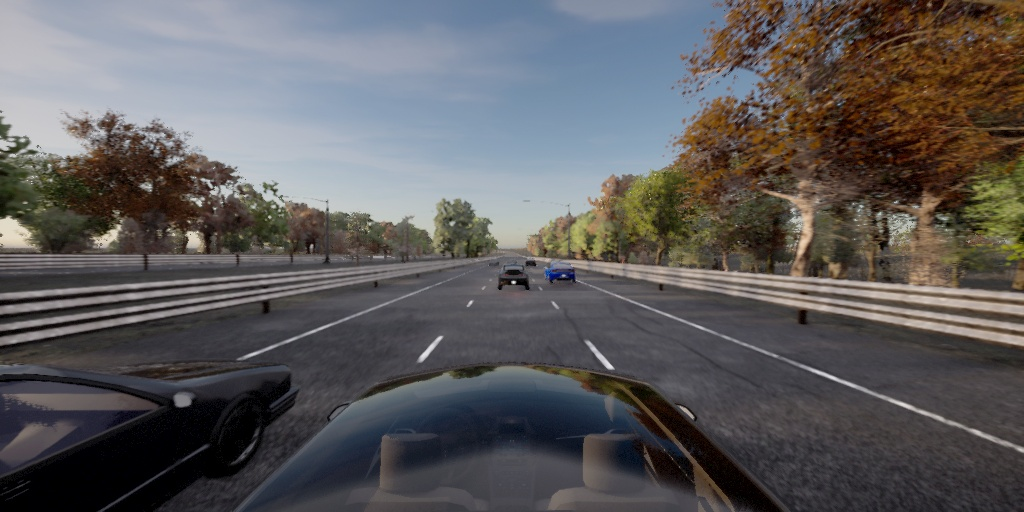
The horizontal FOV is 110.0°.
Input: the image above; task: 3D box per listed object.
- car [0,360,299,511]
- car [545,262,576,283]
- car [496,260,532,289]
[{"bbox_3d":[-3.402,1.298,1.683,2.033,1.411,5.357,0,0,0],"label":"car"},{"bbox_3d":[3.601,1.220,27.390,1.882,1.535,5.008,0,0,0],"label":"car"},{"bbox_3d":[0.099,1.250,23.021,1.837,1.490,4.892,0,0,0],"label":"car"}]
